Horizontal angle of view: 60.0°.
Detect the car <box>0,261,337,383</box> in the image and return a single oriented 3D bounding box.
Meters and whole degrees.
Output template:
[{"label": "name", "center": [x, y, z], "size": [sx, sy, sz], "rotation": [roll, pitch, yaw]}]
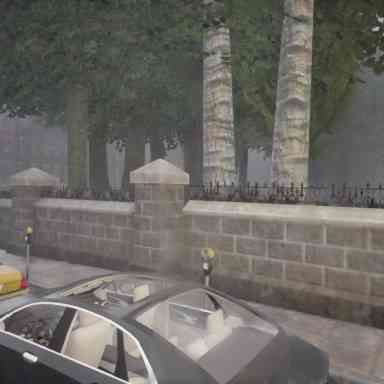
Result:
[{"label": "car", "center": [-0.872, 1.550, 3.416], "size": [4.403, 1.369, 2.008], "rotation": [0, 1, 36]}]
